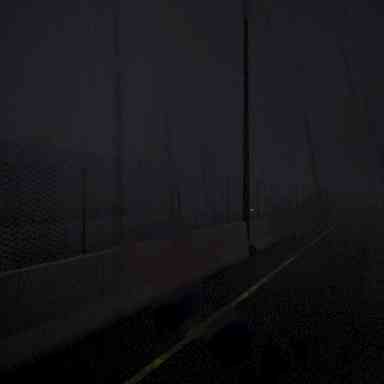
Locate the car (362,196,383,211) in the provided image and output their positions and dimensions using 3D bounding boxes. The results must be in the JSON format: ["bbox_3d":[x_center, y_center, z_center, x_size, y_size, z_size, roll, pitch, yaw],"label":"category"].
[{"bbox_3d":[21.898,1.307,40.326,2.097,1.767,4.553,0,0,29],"label":"car"}]

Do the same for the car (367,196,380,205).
[{"bbox_3d":[31.979,1.459,58.723,1.812,1.442,4.674,0,0,26],"label":"car"}]
